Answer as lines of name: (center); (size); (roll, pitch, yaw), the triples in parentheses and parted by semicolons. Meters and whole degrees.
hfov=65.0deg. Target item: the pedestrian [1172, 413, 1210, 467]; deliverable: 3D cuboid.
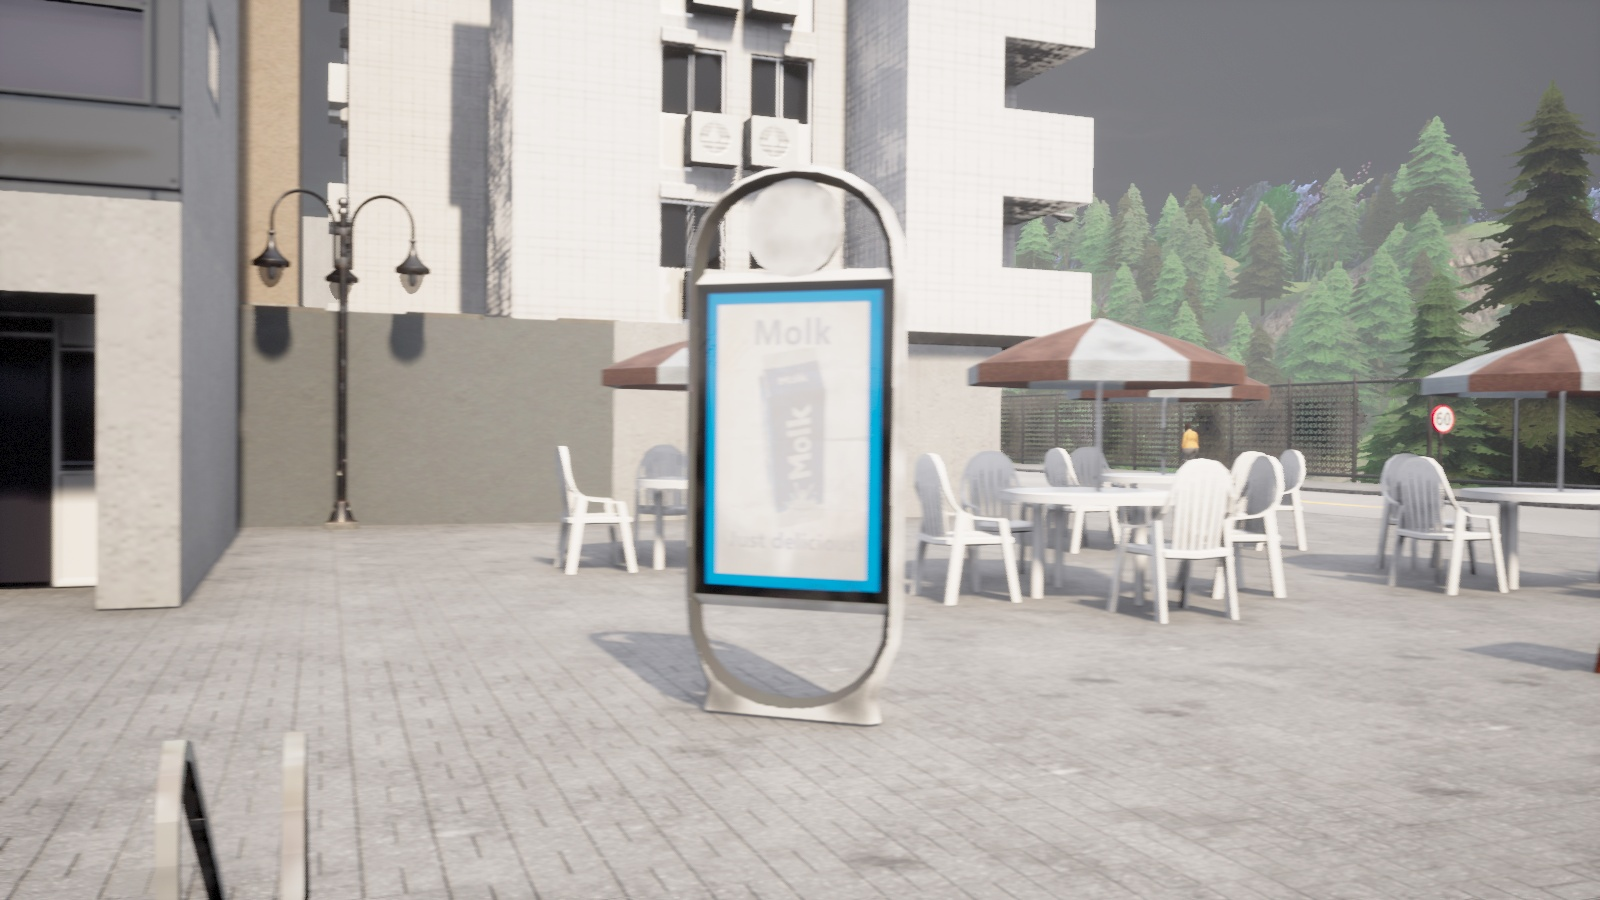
pedestrian: (13.647, -0.353, 43.863); (0.874, 1.855, 0.900); (-1, 1, -22)
